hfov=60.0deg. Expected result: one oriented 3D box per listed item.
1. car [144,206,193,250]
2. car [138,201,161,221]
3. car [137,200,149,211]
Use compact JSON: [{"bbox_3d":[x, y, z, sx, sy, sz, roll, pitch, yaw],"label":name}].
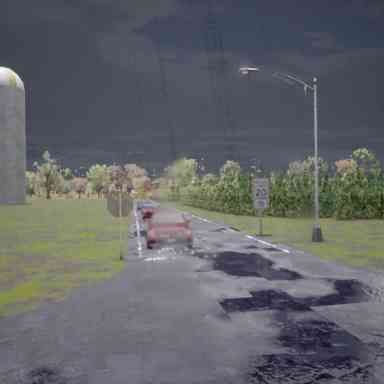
[{"bbox_3d":[-1.080,1.601,14.995,1.812,1.442,4.674,-1,0,-7],"label":"car"},{"bbox_3d":[-3.368,1.734,28.605,1.895,1.301,4.718,-1,0,-10],"label":"car"},{"bbox_3d":[-6.469,1.773,45.392,1.994,1.385,4.181,-1,0,-11],"label":"car"}]
